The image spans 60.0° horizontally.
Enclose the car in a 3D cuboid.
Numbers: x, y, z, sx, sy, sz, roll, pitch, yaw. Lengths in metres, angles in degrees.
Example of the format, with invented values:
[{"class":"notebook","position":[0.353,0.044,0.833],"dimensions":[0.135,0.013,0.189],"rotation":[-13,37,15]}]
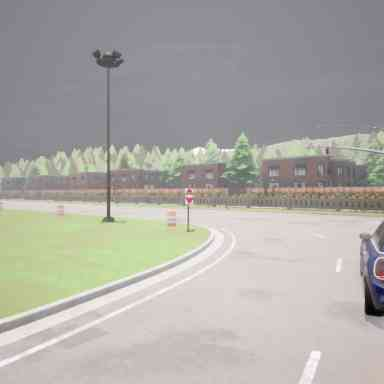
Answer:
[{"class":"car","position":[4.803,1.352,7.099],"dimensions":[2.097,1.767,4.553],"rotation":[0,0,26]}]
